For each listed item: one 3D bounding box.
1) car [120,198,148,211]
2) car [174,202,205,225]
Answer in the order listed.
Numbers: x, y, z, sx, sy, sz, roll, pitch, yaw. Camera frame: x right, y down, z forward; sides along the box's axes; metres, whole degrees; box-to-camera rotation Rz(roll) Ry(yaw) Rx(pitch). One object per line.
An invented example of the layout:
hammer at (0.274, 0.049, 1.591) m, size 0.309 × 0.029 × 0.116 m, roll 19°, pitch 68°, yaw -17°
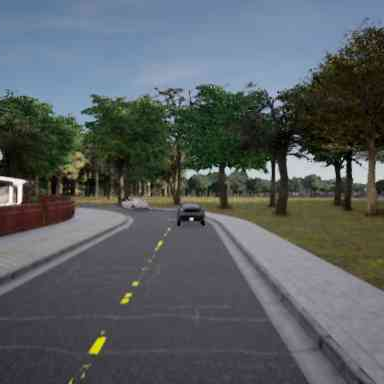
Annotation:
car at (-7.071, 1.460, 40.581) m, size 1.812 × 1.442 × 4.674 m, roll 2°, pitch -1°, yaw -39°
car at (-0.190, 1.478, 23.650) m, size 1.837 × 1.490 × 4.892 m, roll 0°, pitch 0°, yaw -4°
